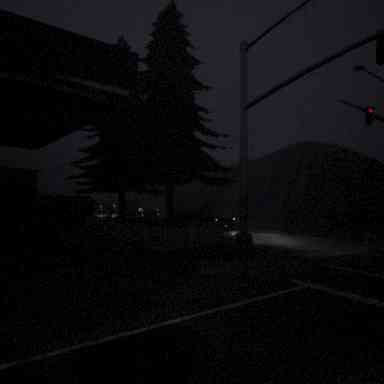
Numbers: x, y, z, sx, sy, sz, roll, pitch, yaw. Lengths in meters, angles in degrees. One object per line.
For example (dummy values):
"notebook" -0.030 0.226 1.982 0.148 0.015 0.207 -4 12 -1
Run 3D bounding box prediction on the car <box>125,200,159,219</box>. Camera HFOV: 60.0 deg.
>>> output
"car" -4.848 1.564 30.830 2.097 1.767 4.553 0 0 -35

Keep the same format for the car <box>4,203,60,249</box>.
"car" -7.758 1.517 15.963 1.905 1.878 3.866 0 0 -36

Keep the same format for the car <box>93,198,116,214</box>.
"car" -10.628 1.570 39.068 2.097 1.767 4.553 0 0 -35

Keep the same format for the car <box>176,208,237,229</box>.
"car" 0.885 1.807 22.670 1.895 1.301 4.718 0 0 -35
